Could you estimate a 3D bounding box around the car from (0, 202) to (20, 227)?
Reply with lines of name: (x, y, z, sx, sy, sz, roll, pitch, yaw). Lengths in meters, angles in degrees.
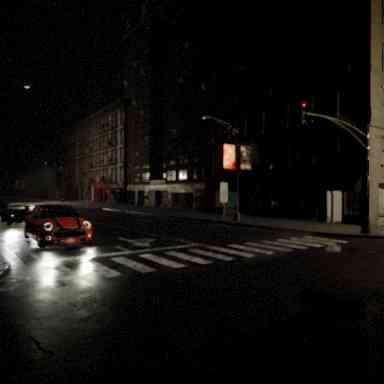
car: (-12.161, 1.598, 23.426, 1.895, 1.301, 4.718, 1, 0, -36)

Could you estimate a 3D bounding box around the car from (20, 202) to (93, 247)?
car: (-6.217, 1.381, 15.285, 2.097, 1.767, 4.553, 1, 0, -36)

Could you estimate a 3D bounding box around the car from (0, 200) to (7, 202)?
car: (-19.145, 1.485, 33.003, 1.812, 1.442, 4.674, 1, 0, -36)
